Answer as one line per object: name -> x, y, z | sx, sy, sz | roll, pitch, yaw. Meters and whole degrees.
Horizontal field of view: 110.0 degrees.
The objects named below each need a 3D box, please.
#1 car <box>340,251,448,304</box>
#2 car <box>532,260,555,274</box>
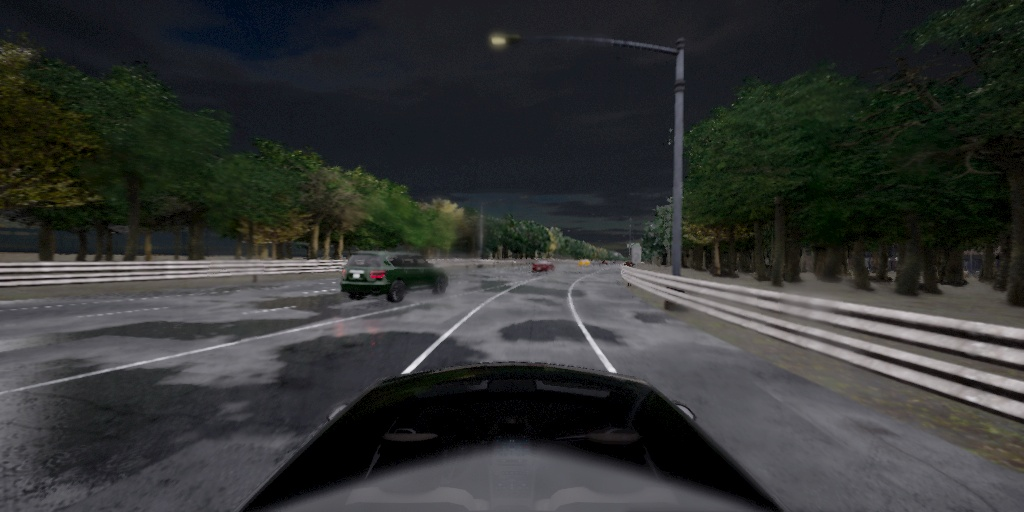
car -> -4.952, 0.844, 15.906 | 2.150, 2.045, 5.566 | 1, 0, 19
car -> 3.726, 1.219, 41.591 | 1.882, 1.535, 5.008 | 1, 0, 19
